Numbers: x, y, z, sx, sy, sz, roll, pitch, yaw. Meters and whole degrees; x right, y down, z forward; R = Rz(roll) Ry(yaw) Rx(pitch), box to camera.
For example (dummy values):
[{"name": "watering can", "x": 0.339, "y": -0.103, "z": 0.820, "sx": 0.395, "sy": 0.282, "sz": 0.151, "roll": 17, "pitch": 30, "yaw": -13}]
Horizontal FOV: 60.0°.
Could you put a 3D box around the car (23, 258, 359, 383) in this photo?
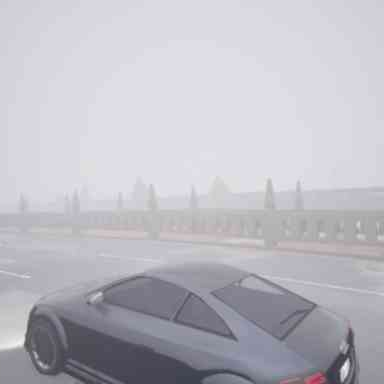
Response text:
[{"name": "car", "x": -0.254, "y": 1.574, "z": 4.174, "sx": 4.181, "sy": 1.385, "sz": 1.994, "roll": 0, "pitch": 0, "yaw": 36}]
